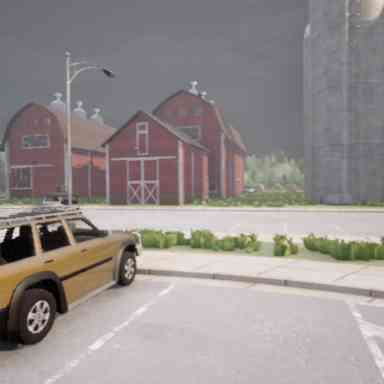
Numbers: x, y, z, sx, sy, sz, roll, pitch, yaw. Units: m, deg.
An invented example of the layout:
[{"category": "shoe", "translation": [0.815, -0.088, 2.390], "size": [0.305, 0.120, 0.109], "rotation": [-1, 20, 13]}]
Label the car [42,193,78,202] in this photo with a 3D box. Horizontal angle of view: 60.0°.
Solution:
[{"category": "car", "translation": [-8.937, 1.017, 21.803], "size": [1.905, 1.878, 3.866], "rotation": [0, 1, 16]}]

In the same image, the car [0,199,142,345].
[{"category": "car", "translation": [-2.715, 1.221, 6.287], "size": [1.932, 1.855, 4.605], "rotation": [0, 1, 16]}]

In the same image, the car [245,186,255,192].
[{"category": "car", "translation": [13.760, -0.457, 80.701], "size": [3.866, 1.878, 1.905], "rotation": [1, -6, -27]}]
